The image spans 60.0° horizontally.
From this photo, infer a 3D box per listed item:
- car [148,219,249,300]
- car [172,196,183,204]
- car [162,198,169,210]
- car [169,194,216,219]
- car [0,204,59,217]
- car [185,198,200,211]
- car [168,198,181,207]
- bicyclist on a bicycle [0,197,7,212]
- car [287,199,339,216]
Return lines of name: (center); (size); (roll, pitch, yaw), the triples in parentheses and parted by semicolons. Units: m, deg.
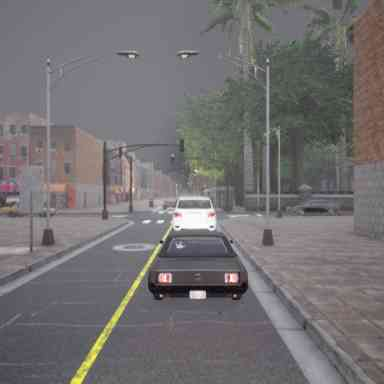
car: (0.111, 1.602, 8.331); (1.895, 1.301, 4.718); (0, 0, 0)
car: (-2.716, 1.529, 64.606); (1.882, 1.535, 5.008); (0, 0, 1)
car: (-2.790, 1.557, 44.547); (1.812, 1.442, 4.674); (0, 0, 0)
car: (0.128, 1.227, 18.096); (2.150, 2.045, 5.566); (0, 0, 0)
car: (-14.403, 1.567, 29.666); (4.829, 1.417, 1.752); (0, 0, 0)
car: (0.069, 1.535, 43.504); (1.837, 1.490, 4.892); (-1, 0, 0)
car: (-2.773, 1.641, 53.723); (1.895, 1.301, 4.718); (0, 0, 0)
bicyclist on a bicycle: (-20.098, 1.367, 35.313); (0.582, 1.620, 1.656); (0, 0, 0)
car: (11.780, 1.474, 32.403); (4.902, 1.511, 2.128); (0, 0, 0)
